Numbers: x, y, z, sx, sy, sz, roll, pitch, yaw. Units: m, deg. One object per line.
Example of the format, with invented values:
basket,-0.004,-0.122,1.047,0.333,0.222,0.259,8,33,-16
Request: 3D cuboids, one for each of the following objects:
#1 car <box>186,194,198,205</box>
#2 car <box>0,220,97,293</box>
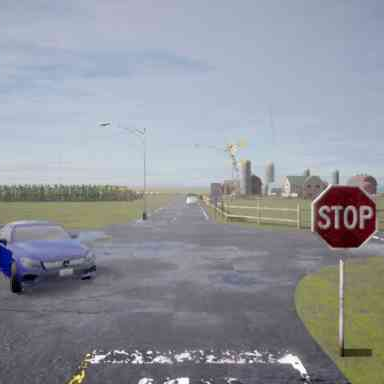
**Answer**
car,0.009,1.523,57.322,1.812,1.442,4.674,0,-1,0
car,-4.306,1.537,9.157,1.812,1.442,4.674,1,-1,-41
